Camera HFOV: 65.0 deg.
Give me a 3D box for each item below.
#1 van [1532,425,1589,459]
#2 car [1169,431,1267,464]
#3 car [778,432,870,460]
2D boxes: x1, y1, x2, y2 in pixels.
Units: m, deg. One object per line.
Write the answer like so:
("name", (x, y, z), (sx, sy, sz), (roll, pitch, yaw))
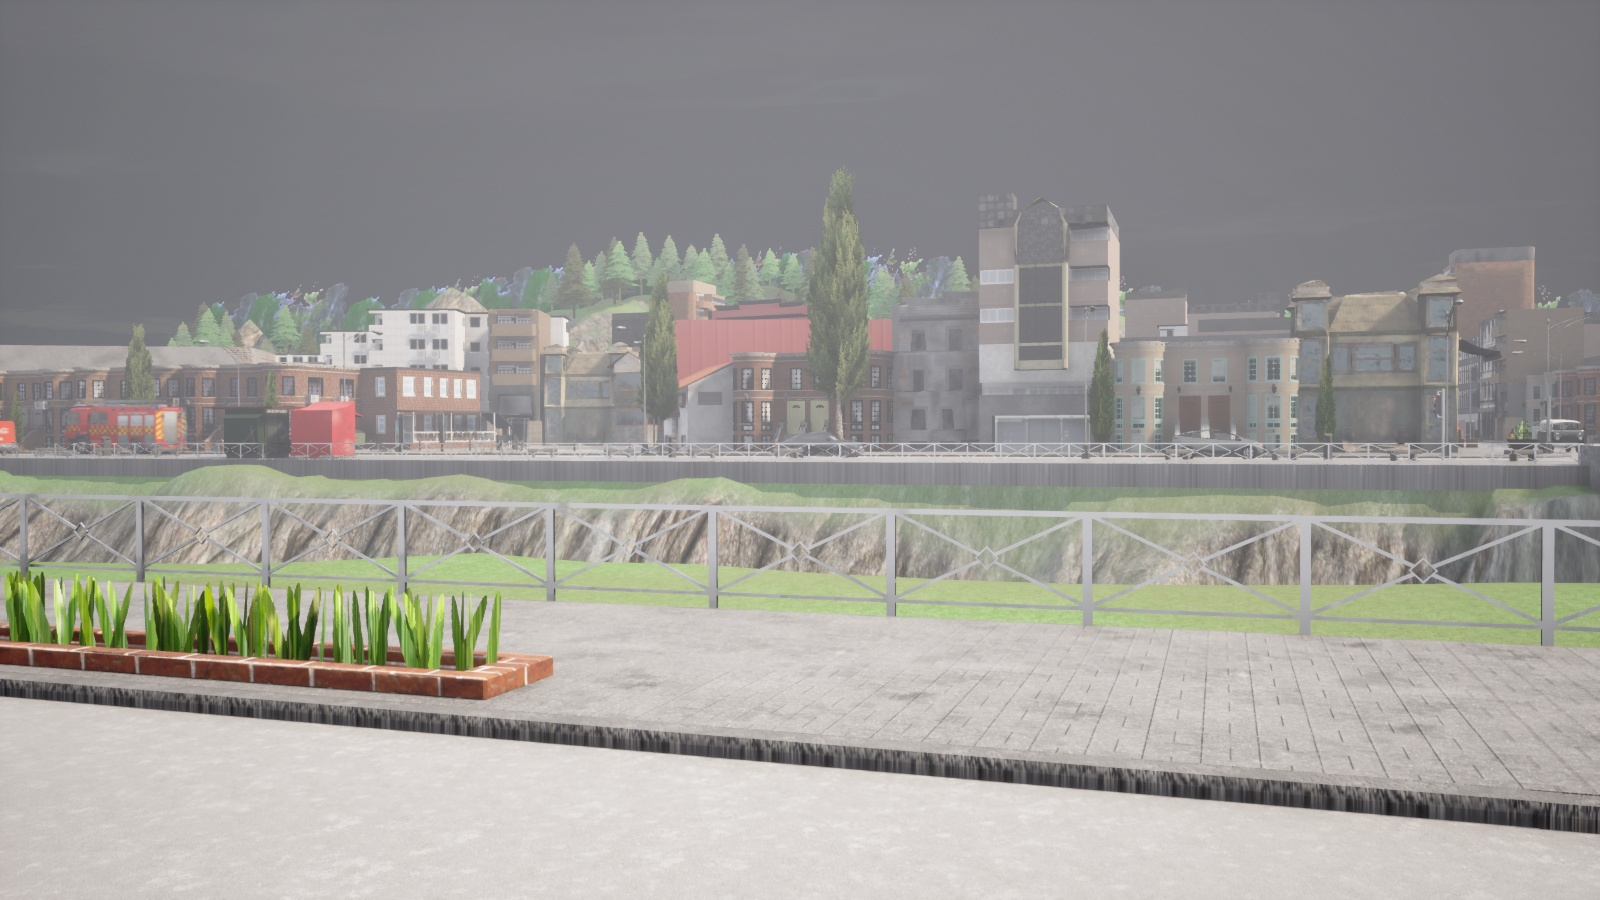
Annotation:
("van", (46.871, -0.514, 77.460), (2.069, 2.038, 4.480), (1, 1, 19))
("car", (20.593, -0.141, 61.907), (4.514, 1.525, 2.007), (1, 1, 19))
("car", (1.335, -0.238, 68.377), (4.674, 1.442, 1.812), (1, 1, 19))
